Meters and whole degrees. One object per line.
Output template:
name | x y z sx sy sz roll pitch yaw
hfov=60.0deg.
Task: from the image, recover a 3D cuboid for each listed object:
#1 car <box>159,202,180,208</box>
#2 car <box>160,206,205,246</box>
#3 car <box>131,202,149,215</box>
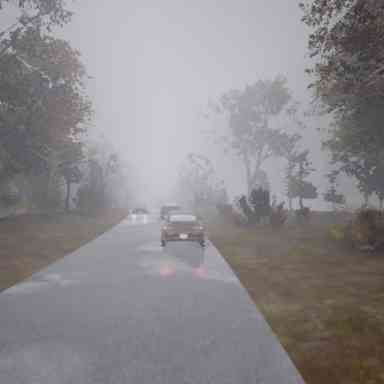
car | -2.184 1.709 32.725 1.882 1.535 5.008 0 -1 -7
car | -0.469 1.574 15.348 1.812 1.442 4.674 0 0 -3
car | -6.003 1.856 38.706 2.033 1.411 5.357 1 -1 -9
